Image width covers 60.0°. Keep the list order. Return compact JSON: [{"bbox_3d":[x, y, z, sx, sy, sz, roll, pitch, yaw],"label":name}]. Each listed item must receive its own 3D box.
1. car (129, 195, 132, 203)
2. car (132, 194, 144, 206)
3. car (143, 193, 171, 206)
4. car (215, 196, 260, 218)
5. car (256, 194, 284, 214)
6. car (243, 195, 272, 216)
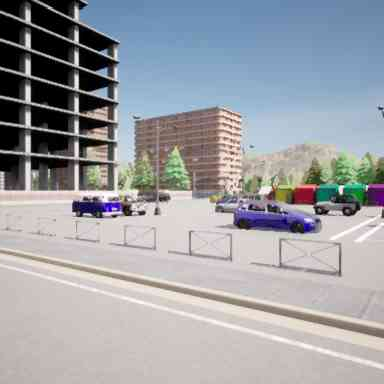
[{"bbox_3d":[-14.091,1.284,88.647,1.851,1.617,3.988,0,0,36],"label":"car"},{"bbox_3d":[-9.449,1.464,68.933,2.128,1.511,4.902,0,0,35],"label":"car"},{"bbox_3d":[-6.610,1.271,66.886,2.150,2.045,5.566,0,0,35],"label":"car"},{"bbox_3d":[4.156,1.393,32.266,3.806,1.475,1.970,0,0,36],"label":"car"},{"bbox_3d":[7.371,1.151,36.825,4.605,1.855,1.932,0,0,36],"label":"car"},{"bbox_3d":[5.846,1.361,34.617,3.905,1.438,1.784,0,0,36],"label":"car"}]
